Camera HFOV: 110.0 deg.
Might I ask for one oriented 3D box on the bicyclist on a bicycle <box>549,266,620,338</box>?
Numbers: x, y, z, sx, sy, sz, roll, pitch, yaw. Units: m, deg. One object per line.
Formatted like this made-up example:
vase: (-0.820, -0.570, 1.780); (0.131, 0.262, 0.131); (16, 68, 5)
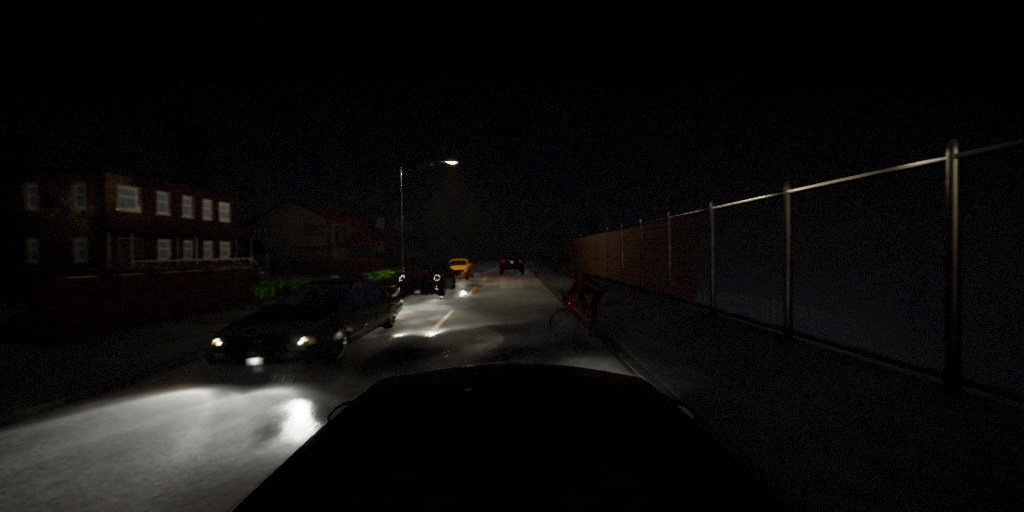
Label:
bicyclist on a bicycle: (1.627, 1.039, 8.281); (1.656, 1.620, 0.582); (-7, 1, 0)

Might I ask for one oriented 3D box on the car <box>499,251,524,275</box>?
car: (-0.020, 0.585, 33.163); (2.150, 2.045, 5.566); (-1, 1, -1)

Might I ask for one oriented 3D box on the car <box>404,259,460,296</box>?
car: (-4.127, 0.950, 17.858); (2.097, 1.767, 4.553); (-1, 1, 0)

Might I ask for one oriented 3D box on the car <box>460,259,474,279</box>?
car: (-4.120, 0.950, 28.061); (1.882, 1.535, 5.008); (-1, 1, 0)

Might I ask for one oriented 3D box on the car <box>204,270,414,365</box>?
car: (-4.115, 1.263, 8.375); (2.033, 1.411, 5.357); (-1, 1, 0)
